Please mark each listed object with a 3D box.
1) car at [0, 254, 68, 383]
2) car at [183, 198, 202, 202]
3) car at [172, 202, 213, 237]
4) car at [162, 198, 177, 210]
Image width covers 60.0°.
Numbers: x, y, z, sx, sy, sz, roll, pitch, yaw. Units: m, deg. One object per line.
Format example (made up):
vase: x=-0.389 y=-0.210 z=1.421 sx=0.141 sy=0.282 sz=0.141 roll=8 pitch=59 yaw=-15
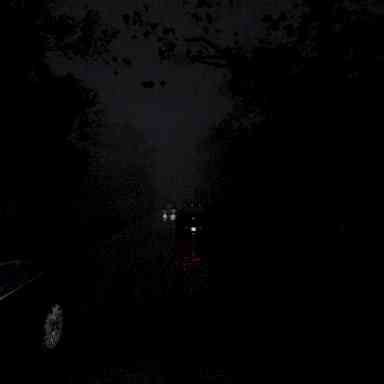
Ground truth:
car: x=-2.853 y=1.495 z=3.323 sx=2.128 sy=1.511 sz=4.902 roll=0 pitch=0 yaw=0
car: x=0.015 y=1.400 z=35.617 sx=2.097 sy=1.767 sz=4.553 roll=0 pitch=0 yaw=0
car: x=0.071 y=1.522 z=18.308 sx=1.837 sy=1.490 sz=4.892 roll=0 pitch=0 yaw=0
car: x=-2.993 y=1.622 z=45.347 sx=2.128 sy=1.511 sz=4.902 roll=0 pitch=-1 yaw=0
